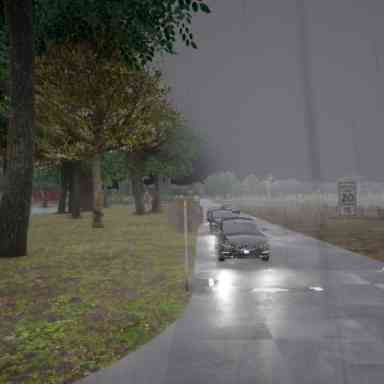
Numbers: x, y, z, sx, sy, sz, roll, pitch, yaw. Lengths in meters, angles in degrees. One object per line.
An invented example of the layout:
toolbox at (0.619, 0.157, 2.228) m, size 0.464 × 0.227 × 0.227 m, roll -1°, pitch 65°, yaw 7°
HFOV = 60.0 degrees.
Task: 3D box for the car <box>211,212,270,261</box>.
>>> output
car at (1.912, 1.827, 13.736) m, size 1.837 × 1.490 × 4.892 m, roll -1°, pitch -1°, yaw 2°

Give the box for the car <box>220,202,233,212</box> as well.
car at (5.932, 2.549, 57.076) m, size 1.837 × 1.490 × 4.892 m, roll -1°, pitch -1°, yaw 1°

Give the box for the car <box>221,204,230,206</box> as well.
car at (2.423, 2.244, 33.982) m, size 2.033 × 1.411 × 5.357 m, roll -1°, pitch -1°, yaw 2°

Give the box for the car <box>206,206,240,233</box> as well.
car at (2.158, 2.012, 23.628) m, size 1.837 × 1.490 × 4.892 m, roll -1°, pitch -1°, yaw 2°

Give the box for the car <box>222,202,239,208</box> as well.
car at (5.693, 2.437, 47.230) m, size 1.994 × 1.385 × 4.181 m, roll -1°, pitch -1°, yaw 1°
